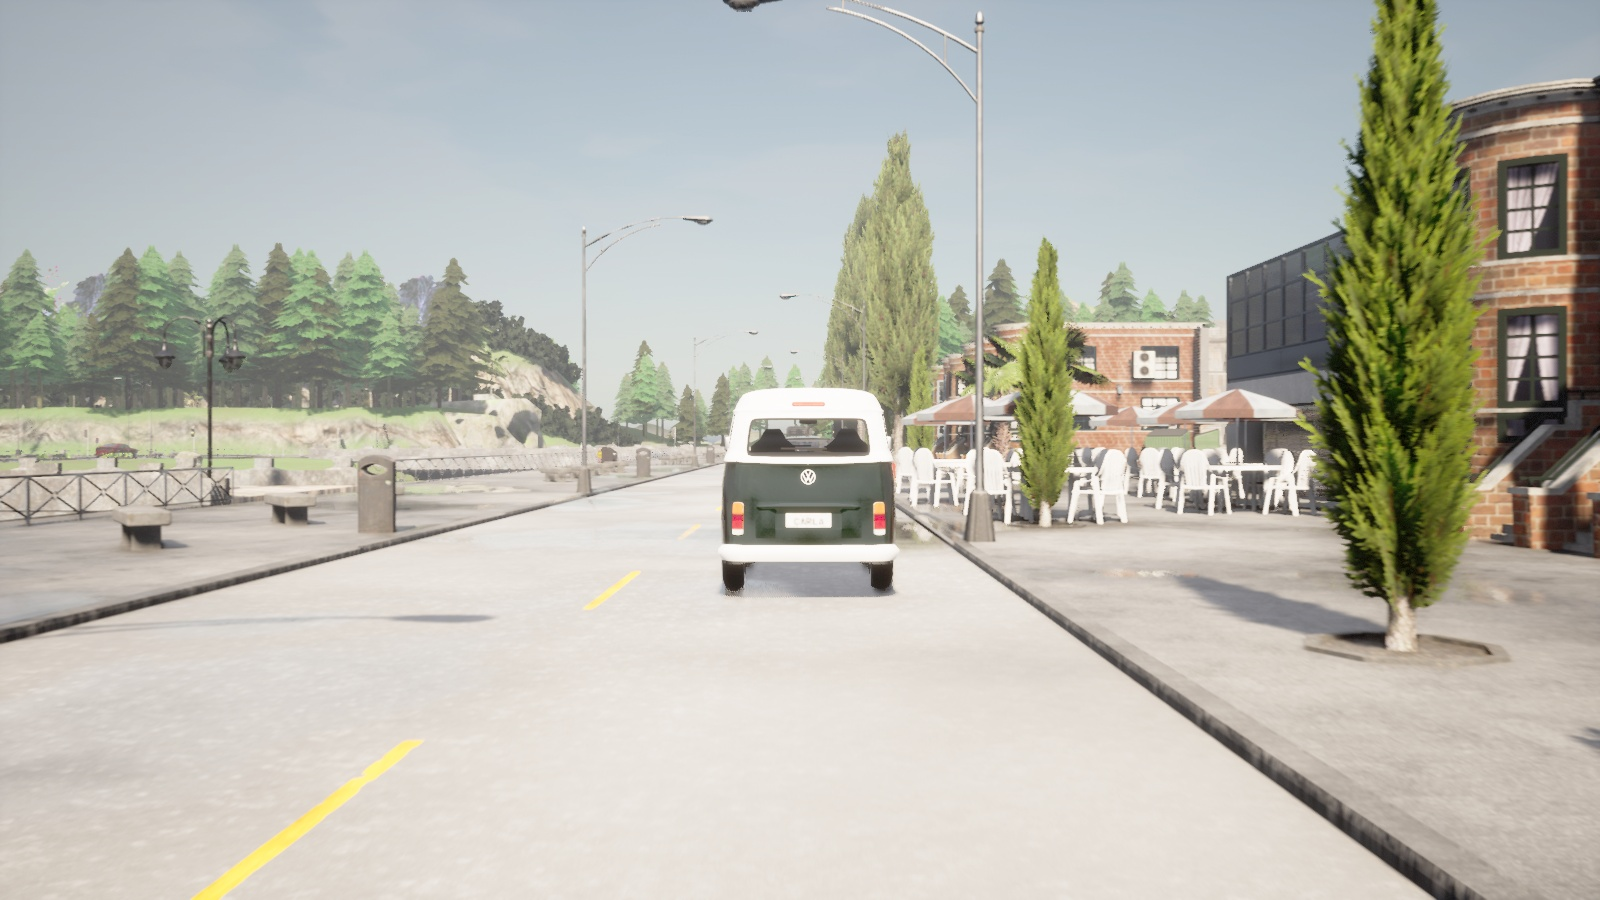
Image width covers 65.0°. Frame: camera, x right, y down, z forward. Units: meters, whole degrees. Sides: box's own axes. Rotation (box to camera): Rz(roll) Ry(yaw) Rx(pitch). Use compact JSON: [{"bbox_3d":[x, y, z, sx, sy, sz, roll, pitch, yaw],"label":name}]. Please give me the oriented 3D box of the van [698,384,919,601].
[{"bbox_3d":[0.093,0.391,14.038,2.069,2.038,4.480,0,0,0],"label":"van"}]
